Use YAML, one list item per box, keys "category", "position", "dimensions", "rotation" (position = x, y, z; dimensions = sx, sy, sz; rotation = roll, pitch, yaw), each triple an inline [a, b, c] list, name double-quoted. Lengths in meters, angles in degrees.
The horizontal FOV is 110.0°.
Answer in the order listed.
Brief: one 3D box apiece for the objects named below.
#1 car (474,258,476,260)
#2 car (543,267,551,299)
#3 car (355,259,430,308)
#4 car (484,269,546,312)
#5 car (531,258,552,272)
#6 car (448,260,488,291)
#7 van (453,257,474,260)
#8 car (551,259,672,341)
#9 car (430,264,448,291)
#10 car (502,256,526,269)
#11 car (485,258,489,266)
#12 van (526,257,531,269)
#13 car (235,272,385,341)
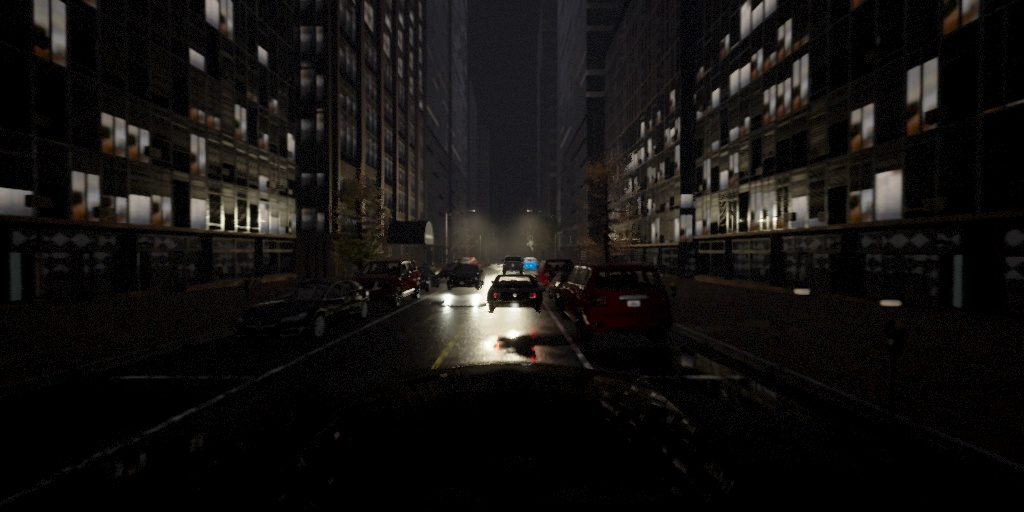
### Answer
- category: "car"
  position: [-5.330, 1.075, 43.649]
  dimensions: [2.192, 1.841, 5.009]
  rotation: [0, 0, 0]
- category: "car"
  position: [2.527, 1.333, 15.439]
  dimensions: [1.802, 1.307, 4.207]
  rotation: [0, 0, 0]
- category: "car"
  position: [-5.321, 1.066, 15.407]
  dimensions: [2.192, 1.841, 5.009]
  rotation: [0, 0, 0]
- category: "car"
  position: [0.095, 1.352, 14.185]
  dimensions: [1.895, 1.301, 4.718]
  rotation: [0, 0, 0]
- category: "car"
  position: [2.525, 1.067, 21.087]
  dimensions: [2.192, 1.841, 5.009]
  rotation: [0, 0, 0]
- category: "car"
  position: [-2.764, 1.231, 22.268]
  dimensions: [1.882, 1.535, 5.008]
  rotation: [0, 0, 0]
- category: "van"
  position: [-5.328, 1.099, 38.001]
  dimensions: [1.690, 1.789, 3.998]
  rotation: [0, 0, 0]
- category: "car"
  position: [2.529, 1.065, 9.790]
  dimensions: [2.192, 1.841, 5.009]
  rotation: [0, 0, 0]
- category: "car"
  position: [-5.323, 1.303, 21.056]
  dimensions: [2.007, 1.370, 4.403]
  rotation: [0, 0, 0]
- category: "car"
  position: [0.088, 0.981, 39.751]
  dimensions: [2.150, 2.045, 5.566]
  rotation: [0, 0, 0]
- category: "car"
  position: [-5.335, 1.351, 60.595]
  dimensions: [1.802, 1.307, 4.207]
  rotation: [0, 0, 0]
- category: "van"
  position: [2.550, 1.104, 49.331]
  dimensions: [1.690, 1.789, 3.998]
  rotation: [0, 0, 0]
- category: "car"
  position: [-5.319, 1.301, 9.758]
  dimensions: [2.007, 1.370, 4.403]
  rotation: [0, 0, 0]
